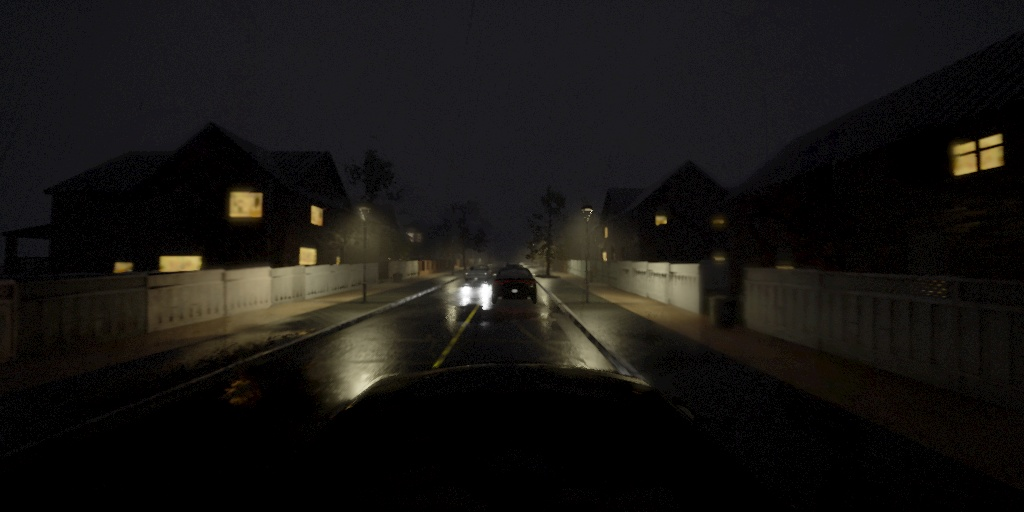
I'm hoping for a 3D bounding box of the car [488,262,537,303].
[{"bbox_3d":[0.109,1.236,16.679,1.882,1.535,5.008,0,0,0],"label":"car"}]

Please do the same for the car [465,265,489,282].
[{"bbox_3d":[-2.734,1.424,29.555,1.895,1.301,4.718,0,0,0],"label":"car"}]
